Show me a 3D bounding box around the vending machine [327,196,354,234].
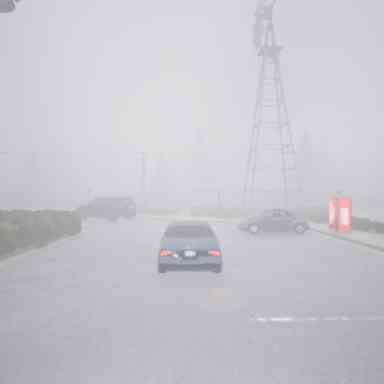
[{"bbox_3d":[8.418,1.289,18.890,1.100,2.100,0.880,0,0,-1],"label":"vending machine"}]

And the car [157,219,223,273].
[{"bbox_3d":[-0.093,1.606,10.851,2.033,1.411,5.357,0,0,-1],"label":"car"}]

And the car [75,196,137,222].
[{"bbox_3d":[-7.211,1.375,27.730,5.566,2.045,2.150,0,0,28],"label":"car"}]

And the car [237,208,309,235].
[{"bbox_3d":[4.556,1.618,19.027,3.905,1.438,1.784,0,0,-1],"label":"car"}]
